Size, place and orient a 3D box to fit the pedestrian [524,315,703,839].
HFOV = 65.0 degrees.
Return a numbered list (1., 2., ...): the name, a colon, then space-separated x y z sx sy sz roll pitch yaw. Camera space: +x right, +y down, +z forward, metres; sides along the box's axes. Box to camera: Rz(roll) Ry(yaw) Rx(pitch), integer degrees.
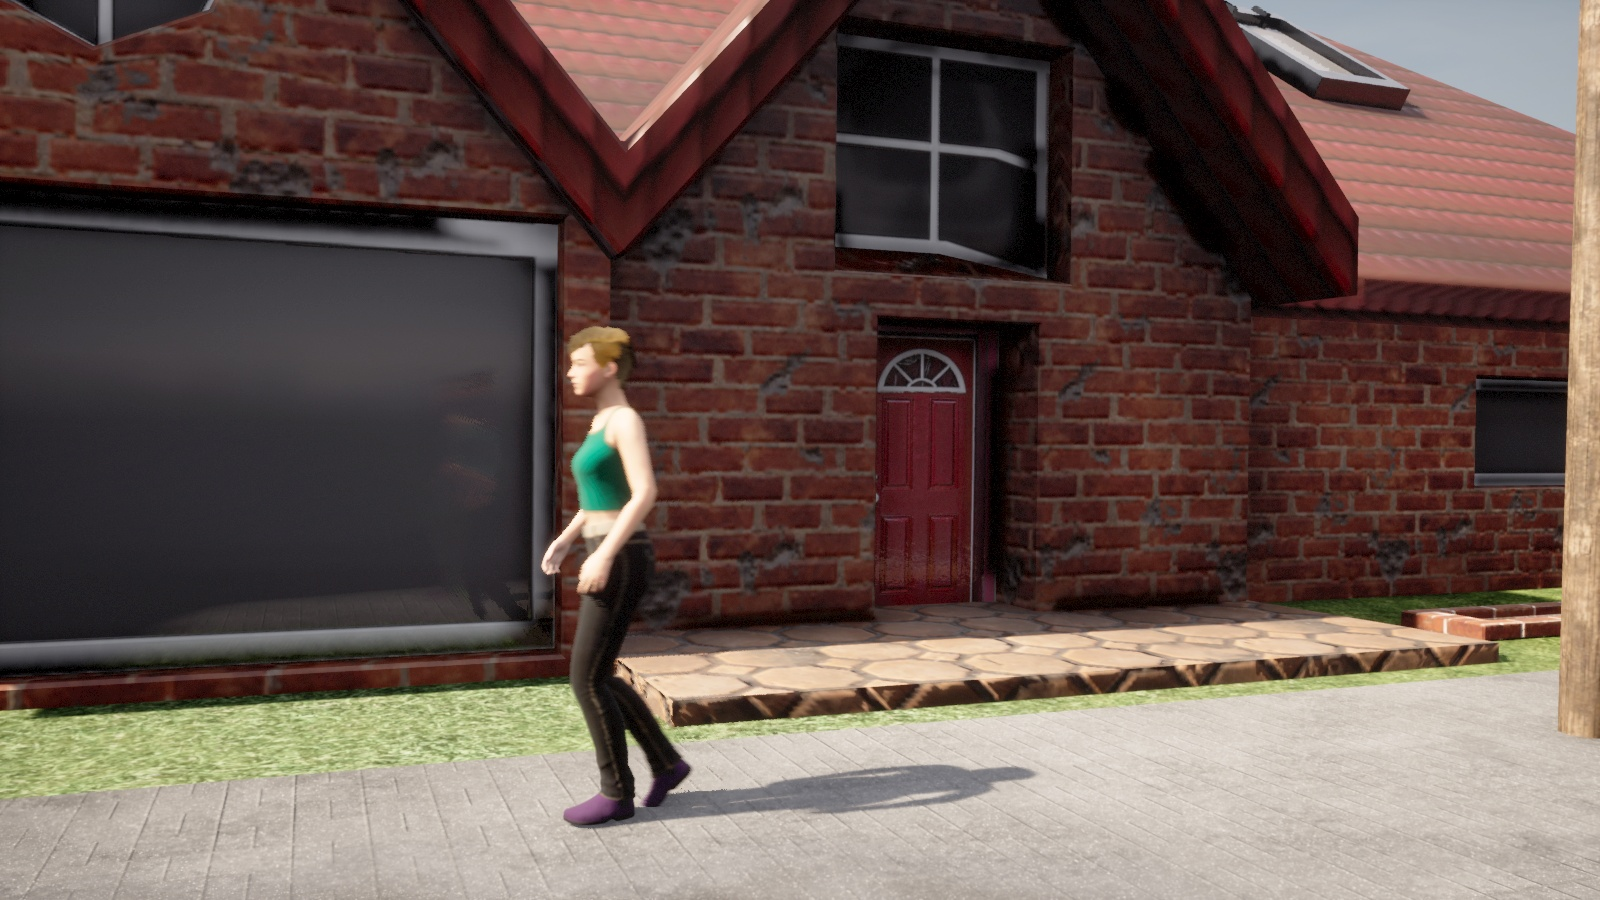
1. pedestrian: -0.695 0.440 4.634 0.594 1.836 0.345 -1 1 -15
